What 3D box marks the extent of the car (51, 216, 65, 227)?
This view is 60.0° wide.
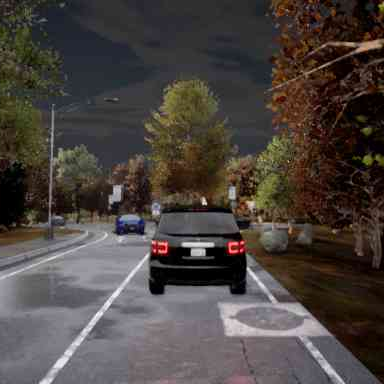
[{"bbox_3d":[-17.952,3.870,43.972,1.812,1.442,4.674,1,-5,-23],"label":"car"}]

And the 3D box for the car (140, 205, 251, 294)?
[{"bbox_3d":[0.118,1.357,9.245,2.150,2.045,5.566,0,-2,0],"label":"car"}]

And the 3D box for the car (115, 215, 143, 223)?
[{"bbox_3d":[-12.190,5.254,64.681,4.902,1.511,2.128,2,-5,-30],"label":"car"}]

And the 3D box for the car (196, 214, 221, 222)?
[{"bbox_3d":[3.264,5.175,66.384,4.674,1.442,1.812,-1,-4,22],"label":"car"}]

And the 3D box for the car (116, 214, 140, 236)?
[{"bbox_3d":[-4.588,2.351,24.590,1.882,1.535,5.008,2,-4,-15],"label":"car"}]

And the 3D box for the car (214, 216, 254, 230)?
[{"bbox_3d":[4.458,3.165,34.456,2.033,1.411,5.357,-3,-5,31],"label":"car"}]
